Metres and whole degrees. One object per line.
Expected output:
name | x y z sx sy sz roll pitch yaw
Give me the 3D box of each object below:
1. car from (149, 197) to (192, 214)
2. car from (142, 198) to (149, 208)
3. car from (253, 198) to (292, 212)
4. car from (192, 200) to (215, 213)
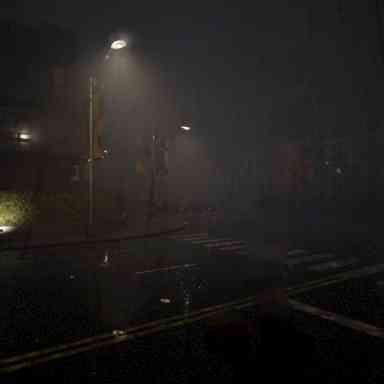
car | -2.373 1.526 35.002 1.812 1.442 4.674 0 0 -35
car | -5.089 1.492 45.125 2.128 1.511 4.902 0 0 -34
car | 9.263 1.477 38.743 1.882 1.535 5.008 0 0 -35
car | 0.711 1.564 36.697 1.994 1.385 4.181 0 0 -35
